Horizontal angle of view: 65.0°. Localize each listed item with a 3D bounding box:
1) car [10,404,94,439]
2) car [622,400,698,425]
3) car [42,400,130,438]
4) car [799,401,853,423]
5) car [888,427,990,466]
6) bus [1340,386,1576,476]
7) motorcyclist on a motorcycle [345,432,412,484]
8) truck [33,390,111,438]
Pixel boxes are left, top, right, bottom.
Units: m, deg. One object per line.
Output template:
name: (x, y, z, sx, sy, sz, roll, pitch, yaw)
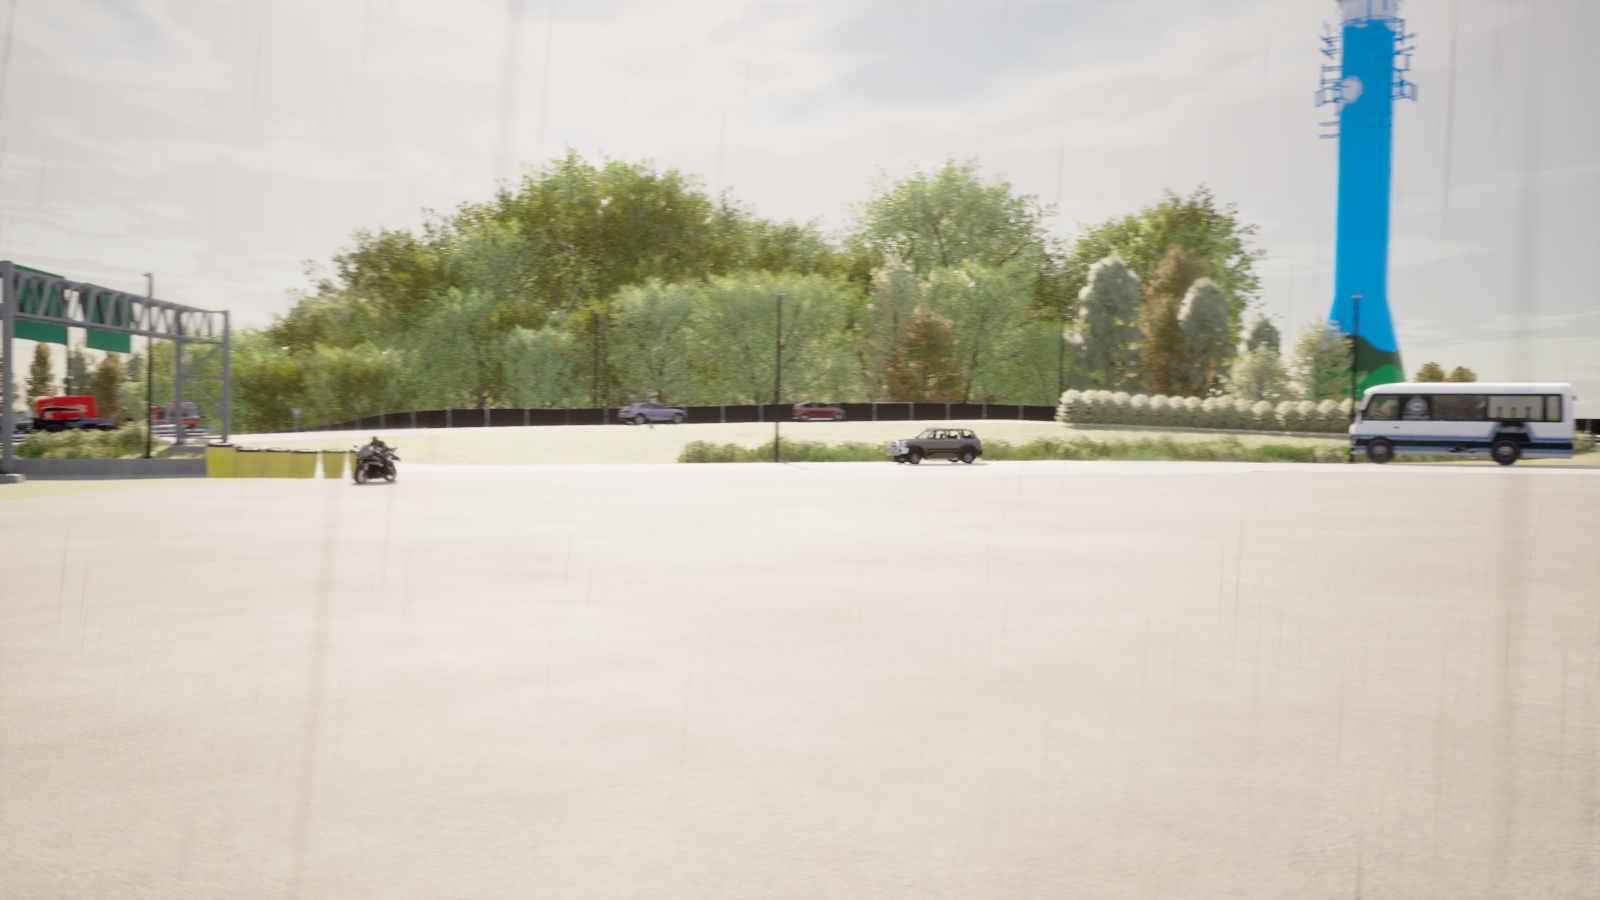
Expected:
car: (-46.912, -1.814, 78.964, 2.150, 2.045, 5.566, -2, 2, -4)
car: (-9.801, -2.610, 87.915, 4.856, 1.649, 2.033, -2, 2, -30)
car: (-37.142, -1.618, 65.339, 3.866, 1.878, 1.905, -2, 3, -30)
car: (1.906, -2.768, 92.209, 3.705, 1.549, 1.789, -1, 1, -10)
car: (6.834, -0.173, 61.889, 4.605, 1.855, 1.932, 0, 1, -18)
bus: (33.429, -1.057, 64.177, 10.273, 4.253, 3.944, 2, 2, 28)
motorcyclist on a motorcycle: (-13.133, 0.231, 39.190, 0.866, 1.530, 2.191, 3, 2, 15)
truck: (-41.548, -2.032, 71.601, 2.627, 2.467, 5.204, -4, 2, -43)
